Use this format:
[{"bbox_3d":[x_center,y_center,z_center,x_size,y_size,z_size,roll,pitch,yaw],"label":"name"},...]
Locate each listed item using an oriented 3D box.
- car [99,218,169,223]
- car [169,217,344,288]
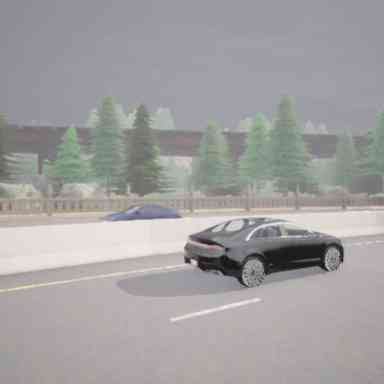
[{"bbox_3d":[-2.786,1.407,18.558,4.674,1.442,1.812,0,0,-30],"label":"car"},{"bbox_3d":[2.114,1.445,9.067,4.902,1.511,2.128,0,0,-32],"label":"car"}]
